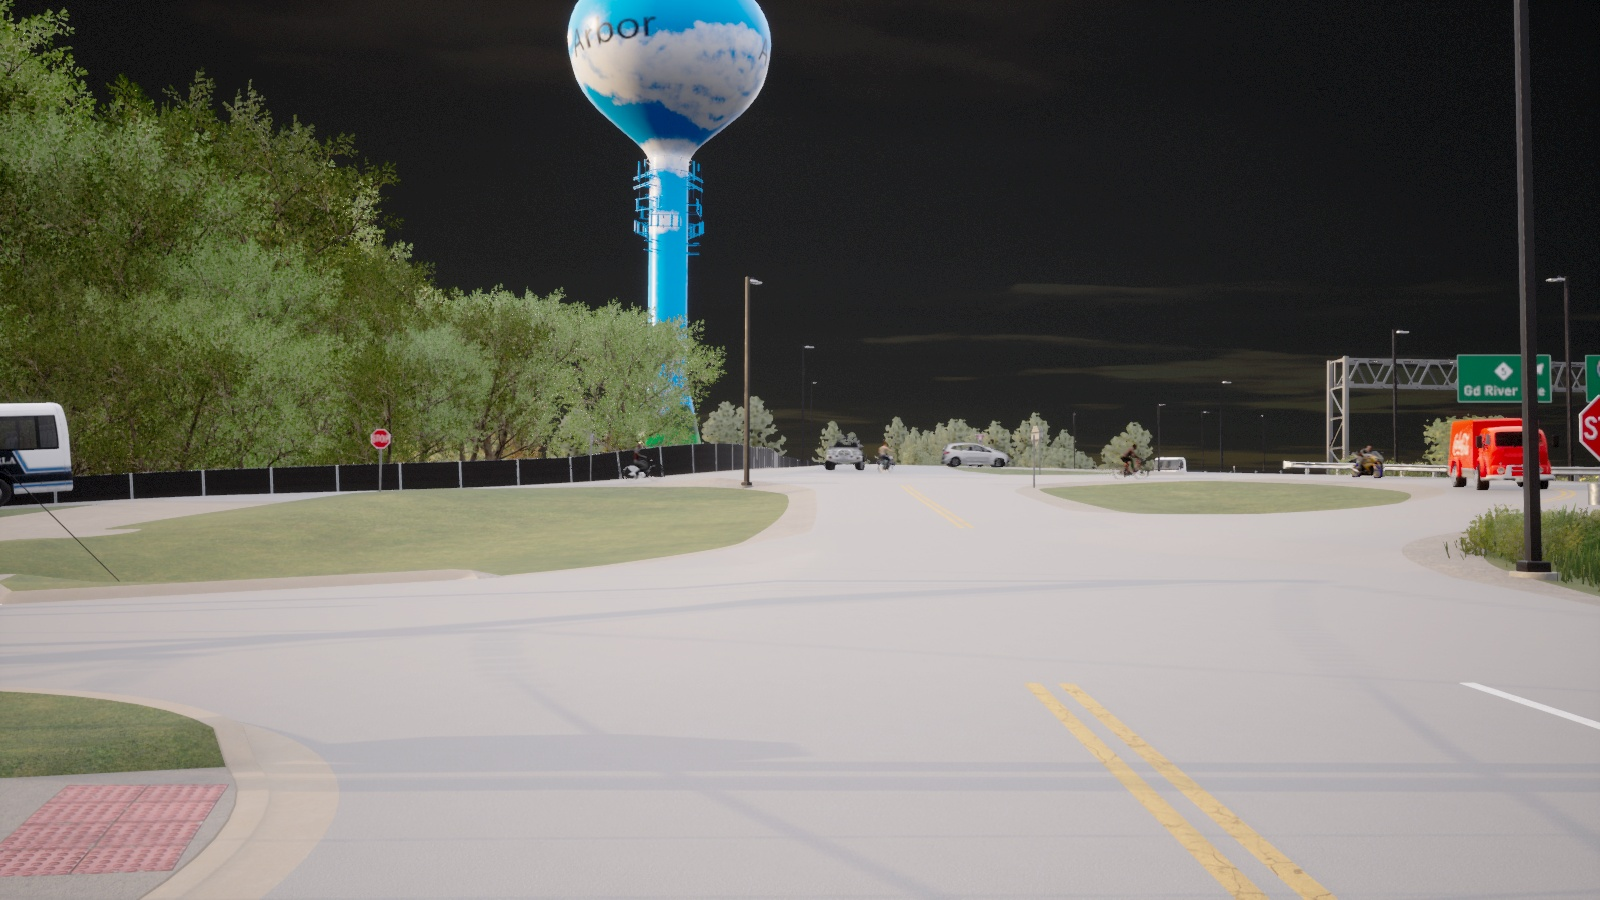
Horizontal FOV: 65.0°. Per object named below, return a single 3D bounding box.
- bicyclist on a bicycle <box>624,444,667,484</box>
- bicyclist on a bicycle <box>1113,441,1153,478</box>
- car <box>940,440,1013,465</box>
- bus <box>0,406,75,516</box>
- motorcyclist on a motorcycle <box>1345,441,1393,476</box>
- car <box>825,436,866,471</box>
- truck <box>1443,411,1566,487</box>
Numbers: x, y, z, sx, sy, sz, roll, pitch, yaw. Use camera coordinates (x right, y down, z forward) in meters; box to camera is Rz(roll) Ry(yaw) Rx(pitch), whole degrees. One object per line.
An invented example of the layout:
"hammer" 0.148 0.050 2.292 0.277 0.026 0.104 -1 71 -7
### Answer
"bicyclist on a bicycle" -7.162 0.639 58.265 1.843 1.776 0.659 -2 -1 -12
"bicyclist on a bicycle" 15.122 0.430 57.054 1.656 1.620 0.582 0 1 -2
"car" 11.879 0.187 84.754 4.611 1.667 2.242 0 -1 1
"bus" -34.945 0.684 49.315 3.944 4.253 10.273 -3 1 45
"motorcyclist on a motorcycle" 25.721 0.366 56.827 0.866 1.530 2.191 0 0 -10
"car" 2.542 0.170 69.276 1.932 1.855 4.605 1 1 6
"truck" 24.671 -0.062 44.218 2.627 2.467 5.204 -1 0 16
